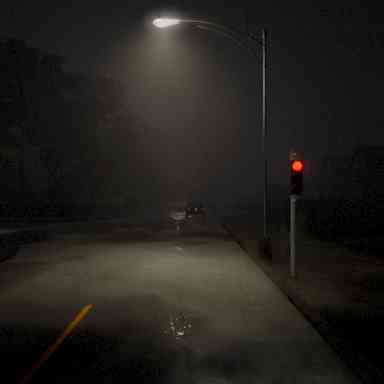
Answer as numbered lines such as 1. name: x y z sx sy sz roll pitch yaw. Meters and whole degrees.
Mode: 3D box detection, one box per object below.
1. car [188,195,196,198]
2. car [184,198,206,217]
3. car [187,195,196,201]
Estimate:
1. car: -0.072 1.526 67.460 1.812 1.442 4.674 0 0 0
2. car: 0.251 1.547 31.417 2.033 1.411 5.357 0 0 -2
3. car: -0.083 1.427 77.493 1.895 1.301 4.718 0 0 0
